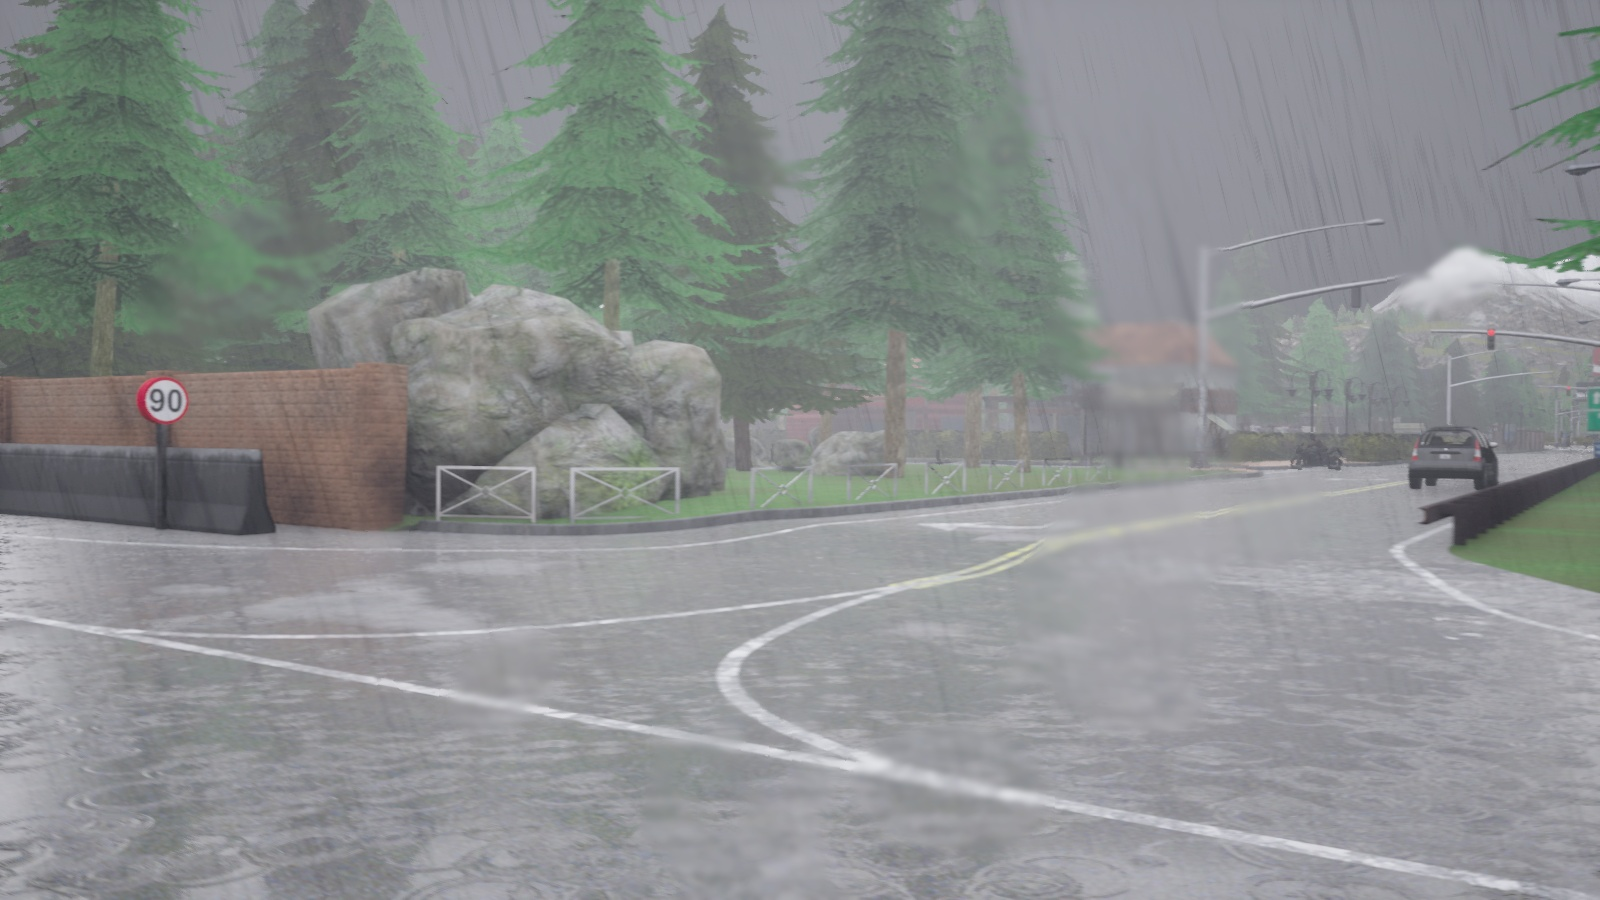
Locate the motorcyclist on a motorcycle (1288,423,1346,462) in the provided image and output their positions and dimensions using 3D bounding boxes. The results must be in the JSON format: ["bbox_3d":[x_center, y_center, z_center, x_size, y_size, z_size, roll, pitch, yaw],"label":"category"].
[{"bbox_3d":[21.086,-0.283,51.271,2.044,1.523,0.797,-1,-2,9],"label":"motorcyclist on a motorcycle"}]

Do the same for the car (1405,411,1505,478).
[{"bbox_3d":[17.020,-0.162,32.542,1.851,1.617,3.988,0,1,34],"label":"car"}]
